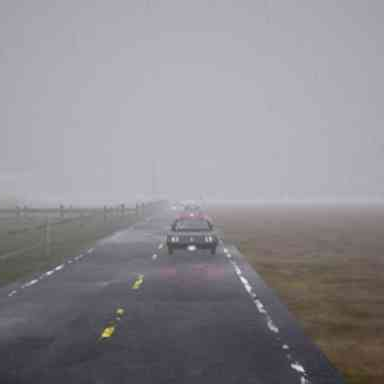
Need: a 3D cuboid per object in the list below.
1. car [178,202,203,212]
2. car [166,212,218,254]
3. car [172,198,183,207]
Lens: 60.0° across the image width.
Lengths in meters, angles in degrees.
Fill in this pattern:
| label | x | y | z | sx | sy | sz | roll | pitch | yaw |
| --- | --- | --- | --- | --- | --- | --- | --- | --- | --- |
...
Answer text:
| label | x | y | z | sx | sy | sz | roll | pitch | yaw |
| --- | --- | --- | --- | --- | --- | --- | --- | --- | --- |
| car | 0.000 | 1.860 | 29.326 | 1.994 | 1.385 | 4.181 | 0 | -1 | 0 |
| car | 0.000 | 1.742 | 14.117 | 1.895 | 1.301 | 4.718 | 0 | -1 | 0 |
| car | -2.784 | 2.056 | 65.946 | 2.097 | 1.767 | 4.553 | 0 | -1 | 1 |
